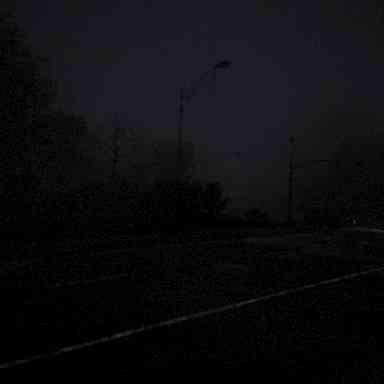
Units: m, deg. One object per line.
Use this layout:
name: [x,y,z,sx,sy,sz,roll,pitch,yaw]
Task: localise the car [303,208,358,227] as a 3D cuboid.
car: [11.914,2.170,28.841,2.128,1.511,4.902,3,-2,-27]
